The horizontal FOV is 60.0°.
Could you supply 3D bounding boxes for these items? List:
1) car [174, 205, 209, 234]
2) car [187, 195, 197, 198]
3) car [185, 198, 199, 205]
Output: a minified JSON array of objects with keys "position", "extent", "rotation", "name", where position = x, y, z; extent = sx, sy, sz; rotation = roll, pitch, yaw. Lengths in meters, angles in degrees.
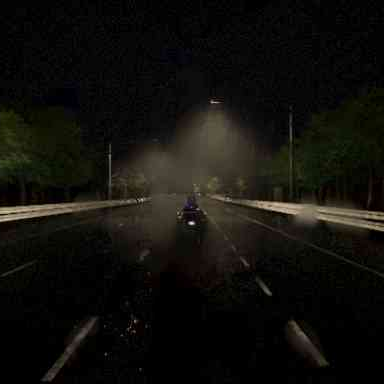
[{"position":[-0.026,1.702,20.309],"extent":[1.994,1.385,4.181],"rotation":[0,0,0],"name":"car"},{"position":[-0.074,1.823,81.530],"extent":[2.150,2.045,5.566],"rotation":[0,0,0],"name":"car"},{"position":[-0.044,1.869,45.449],"extent":[1.812,1.442,4.674],"rotation":[0,0,0],"name":"car"}]
